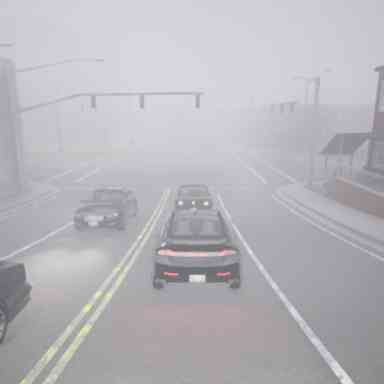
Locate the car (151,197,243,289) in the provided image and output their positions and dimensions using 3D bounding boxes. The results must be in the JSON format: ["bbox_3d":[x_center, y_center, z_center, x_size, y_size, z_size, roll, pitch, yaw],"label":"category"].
[{"bbox_3d":[0.098,1.174,8.370,2.128,1.511,4.902,0,4,0],"label":"car"}]

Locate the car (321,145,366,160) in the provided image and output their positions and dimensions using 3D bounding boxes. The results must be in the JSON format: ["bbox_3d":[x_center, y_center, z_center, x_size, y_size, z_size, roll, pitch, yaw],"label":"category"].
[{"bbox_3d":[19.109,-4.966,41.502,4.553,1.767,2.097,0,13,0],"label":"car"}]

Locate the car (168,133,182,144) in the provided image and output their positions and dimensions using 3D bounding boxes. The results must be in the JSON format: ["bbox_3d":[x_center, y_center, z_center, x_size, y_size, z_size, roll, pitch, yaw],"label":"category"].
[{"bbox_3d":[-3.517,-10.348,66.021,1.837,1.490,4.892,0,13,0],"label":"car"}]

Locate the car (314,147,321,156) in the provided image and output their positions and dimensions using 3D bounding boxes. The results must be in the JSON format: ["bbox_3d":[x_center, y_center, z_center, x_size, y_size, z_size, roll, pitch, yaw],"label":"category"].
[{"bbox_3d":[18.875,-5.737,44.916,4.553,1.767,2.097,0,13,0],"label":"car"}]

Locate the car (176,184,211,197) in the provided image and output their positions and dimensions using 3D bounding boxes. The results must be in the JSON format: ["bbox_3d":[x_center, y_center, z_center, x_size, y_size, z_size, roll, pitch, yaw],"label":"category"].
[{"bbox_3d":[0.083,0.227,18.071,1.895,1.301,4.718,0,9,0],"label":"car"}]

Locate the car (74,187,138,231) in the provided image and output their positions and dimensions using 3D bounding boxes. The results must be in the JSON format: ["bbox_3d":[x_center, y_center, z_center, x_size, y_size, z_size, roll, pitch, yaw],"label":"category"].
[{"bbox_3d":[-3.555,0.604,14.438,2.128,1.511,4.902,0,7,0],"label":"car"}]

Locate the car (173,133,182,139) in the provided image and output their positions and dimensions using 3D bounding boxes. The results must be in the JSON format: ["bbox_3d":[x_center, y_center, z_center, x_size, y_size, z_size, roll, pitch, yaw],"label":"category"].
[{"bbox_3d":[-3.504,-13.708,81.123,1.994,1.385,4.181,0,13,0],"label":"car"}]

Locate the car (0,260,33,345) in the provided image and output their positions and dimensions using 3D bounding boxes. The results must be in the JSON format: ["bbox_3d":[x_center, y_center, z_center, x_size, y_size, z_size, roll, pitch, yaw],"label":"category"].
[{"bbox_3d":[-3.522,1.488,3.083,2.033,1.411,5.357,0,1,0],"label":"car"}]
